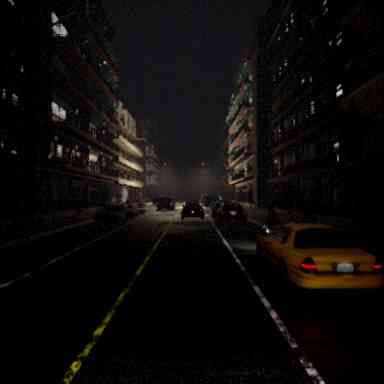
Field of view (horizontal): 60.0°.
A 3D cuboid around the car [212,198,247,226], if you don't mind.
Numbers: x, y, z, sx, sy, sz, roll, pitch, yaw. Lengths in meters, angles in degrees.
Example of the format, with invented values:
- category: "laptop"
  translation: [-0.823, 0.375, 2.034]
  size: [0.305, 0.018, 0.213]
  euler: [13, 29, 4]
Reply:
- category: "car"
  translation: [2.698, 1.439, 23.641]
  size: [1.967, 1.590, 4.097]
  euler: [1, 0, 0]

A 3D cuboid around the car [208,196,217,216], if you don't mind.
- category: "car"
  translation: [2.697, 1.438, 29.302]
  size: [1.967, 1.590, 4.097]
  euler: [1, 0, 0]

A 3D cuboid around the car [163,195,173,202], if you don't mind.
- category: "car"
  translation: [-5.696, 1.561, 80.295]
  size: [2.008, 1.369, 4.403]
  euler: [1, 0, 0]

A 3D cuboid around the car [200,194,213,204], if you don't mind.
- category: "car"
  translation: [2.691, 1.319, 63.272]
  size: [2.192, 1.841, 5.009]
  euler: [1, 0, 0]

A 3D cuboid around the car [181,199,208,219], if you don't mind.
- category: "car"
  translation: [0.056, 1.562, 28.819]
  size: [1.994, 1.385, 4.181]
  euler: [0, 0, 0]

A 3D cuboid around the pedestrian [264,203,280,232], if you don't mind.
- category: "pedestrian"
  translation: [2.923, 1.293, 12.076]
  size: [0.375, 1.860, 0.375]
  euler: [1, -1, -3]

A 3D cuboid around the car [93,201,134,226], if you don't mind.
- category: "car"
  translation: [-5.684, 1.543, 23.680]
  size: [1.887, 1.381, 4.507]
  euler: [1, 0, 0]

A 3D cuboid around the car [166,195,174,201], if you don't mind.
- category: "car"
  translation: [-5.698, 1.538, 85.788]
  size: [1.752, 1.417, 4.829]
  euler: [1, 0, 0]

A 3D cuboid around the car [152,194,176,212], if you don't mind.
- category: "car"
  translation: [-3.100, 1.349, 39.283]
  size: [2.097, 1.767, 4.553]
  euler: [0, 0, 0]

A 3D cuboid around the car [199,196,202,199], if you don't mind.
- category: "car"
  translation: [0.056, 1.600, 44.894]
  size: [1.895, 1.301, 4.718]
  euler: [0, 0, 0]

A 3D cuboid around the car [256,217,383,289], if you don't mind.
- category: "car"
  translation: [2.997, 1.455, 9.073]
  size: [1.801, 1.575, 5.366]
  euler: [0, 0, 0]

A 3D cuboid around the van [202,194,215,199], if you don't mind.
- category: "van"
  translation: [2.694, 1.340, 46.288]
  size: [1.690, 1.788, 3.998]
  euler: [1, 0, 0]

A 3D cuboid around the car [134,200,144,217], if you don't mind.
- category: "car"
  translation: [-5.685, 1.523, 29.171]
  size: [1.752, 1.417, 4.829]
  euler: [1, 0, 0]

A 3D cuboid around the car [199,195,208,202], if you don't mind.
- category: "car"
  translation: [2.684, 1.561, 80.258]
  size: [2.008, 1.369, 4.403]
  euler: [1, 0, 0]

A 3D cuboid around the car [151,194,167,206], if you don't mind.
- category: "car"
  translation: [-5.688, 1.318, 57.649]
  size: [2.192, 1.841, 5.009]
  euler: [1, 0, 0]

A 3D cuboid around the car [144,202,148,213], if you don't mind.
- category: "car"
  translation: [-5.686, 1.523, 34.832]
  size: [1.752, 1.417, 4.829]
  euler: [1, 0, 0]

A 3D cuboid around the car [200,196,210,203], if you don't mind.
- category: "car"
  translation: [2.686, 1.572, 68.934]
  size: [1.947, 1.339, 4.313]
  euler: [1, 0, 0]

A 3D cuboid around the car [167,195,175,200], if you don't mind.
- category: "car"
  translation: [-5.699, 1.560, 91.618]
  size: [1.887, 1.381, 4.507]
  euler: [1, 0, 0]

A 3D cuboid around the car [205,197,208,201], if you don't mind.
- category: "car"
  translation: [2.694, 1.549, 34.964]
  size: [2.008, 1.369, 4.403]
  euler: [1, 0, 0]
